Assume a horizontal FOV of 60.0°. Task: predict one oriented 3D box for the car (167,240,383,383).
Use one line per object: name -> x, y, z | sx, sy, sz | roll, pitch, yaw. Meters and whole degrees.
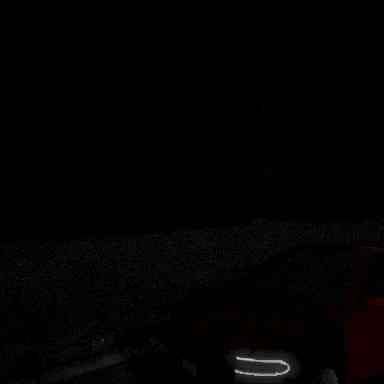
car -> 2.007, 1.524, 4.809 | 5.008, 1.535, 1.882 | 1, 0, -35
